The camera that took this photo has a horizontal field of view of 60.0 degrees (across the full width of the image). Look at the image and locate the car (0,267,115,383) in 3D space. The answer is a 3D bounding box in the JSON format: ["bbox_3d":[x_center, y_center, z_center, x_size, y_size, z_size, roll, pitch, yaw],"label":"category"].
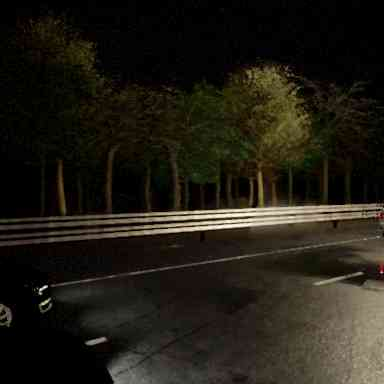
[{"bbox_3d":[-2.494,1.563,1.927,4.181,1.385,1.994,0,0,-35],"label":"car"}]

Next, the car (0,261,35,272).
[{"bbox_3d":[-4.625,1.501,4.713,4.892,1.490,1.837,0,0,-36],"label":"car"}]

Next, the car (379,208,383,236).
[{"bbox_3d":[10.803,1.191,15.145,5.566,2.045,2.150,0,0,-33],"label":"car"}]
